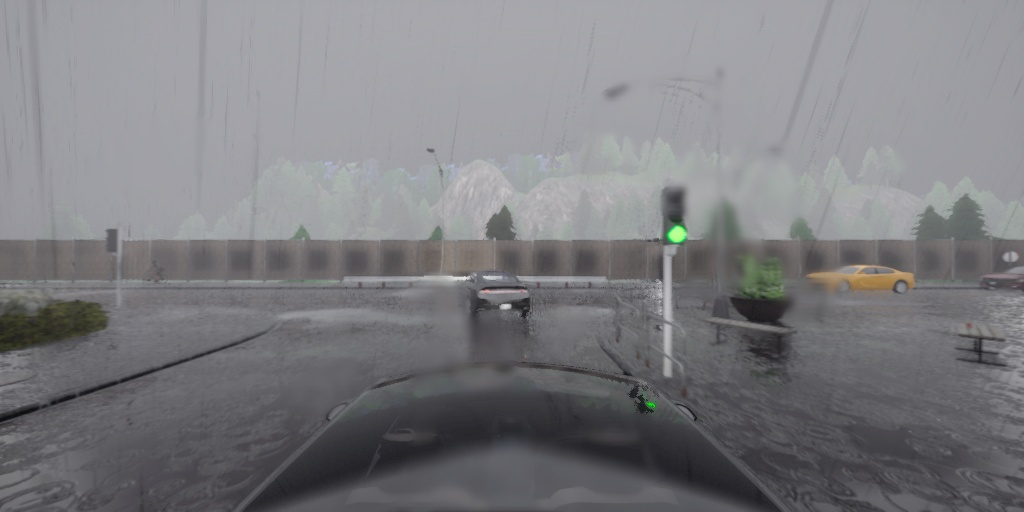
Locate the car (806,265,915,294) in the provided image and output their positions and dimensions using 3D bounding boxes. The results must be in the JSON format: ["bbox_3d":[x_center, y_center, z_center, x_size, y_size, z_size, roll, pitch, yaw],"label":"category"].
[{"bbox_3d":[19.344,1.250,20.064,5.008,1.535,1.882,0,0,0],"label":"car"}]

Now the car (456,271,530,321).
[{"bbox_3d":[-0.809,1.255,12.708,2.128,1.511,4.902,0,0,-15],"label":"car"}]

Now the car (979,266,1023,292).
[{"bbox_3d":[29.393,1.250,20.067,5.008,1.535,1.882,0,0,0],"label":"car"}]

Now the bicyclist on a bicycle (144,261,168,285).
[{"bbox_3d":[-24.033,1.129,24.235,0.582,1.620,1.656,0,0,0],"label":"bicyclist on a bicycle"}]
